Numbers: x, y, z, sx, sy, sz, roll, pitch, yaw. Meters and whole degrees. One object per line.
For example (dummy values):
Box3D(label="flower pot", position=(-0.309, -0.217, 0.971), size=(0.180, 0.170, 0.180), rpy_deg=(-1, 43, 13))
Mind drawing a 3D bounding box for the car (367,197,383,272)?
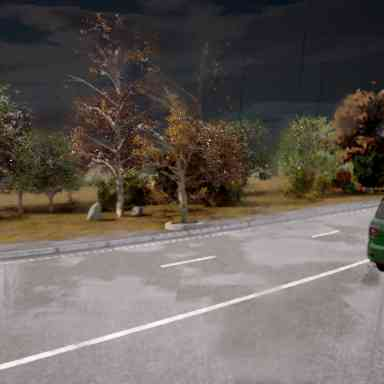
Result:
Box3D(label="car", position=(6.713, 0.933, 8.534), size=(5.566, 2.045, 2.150), rpy_deg=(-4, 2, -35))
